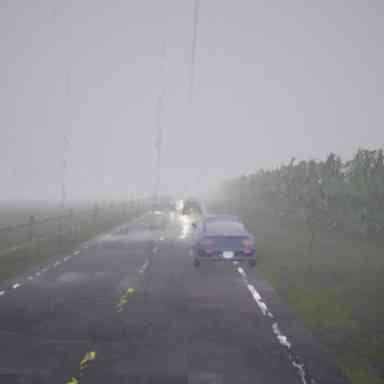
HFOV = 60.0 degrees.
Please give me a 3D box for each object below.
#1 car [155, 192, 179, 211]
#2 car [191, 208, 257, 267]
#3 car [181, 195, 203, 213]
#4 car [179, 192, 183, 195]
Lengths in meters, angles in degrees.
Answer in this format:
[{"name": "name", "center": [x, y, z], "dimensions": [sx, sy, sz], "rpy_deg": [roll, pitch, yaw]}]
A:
[{"name": "car", "center": [-2.877, 1.157, 37.080], "dimensions": [2.097, 1.767, 4.553], "rpy_deg": [0, 0, 0]}, {"name": "car", "center": [0.951, 1.467, 11.045], "dimensions": [1.812, 1.442, 4.674], "rpy_deg": [0, 0, 0]}, {"name": "car", "center": [0.003, 1.329, 33.402], "dimensions": [1.837, 1.490, 4.892], "rpy_deg": [0, 1, 1]}, {"name": "car", "center": [-2.828, 0.858, 78.524], "dimensions": [1.837, 1.490, 4.892], "rpy_deg": [0, 0, 0]}]
